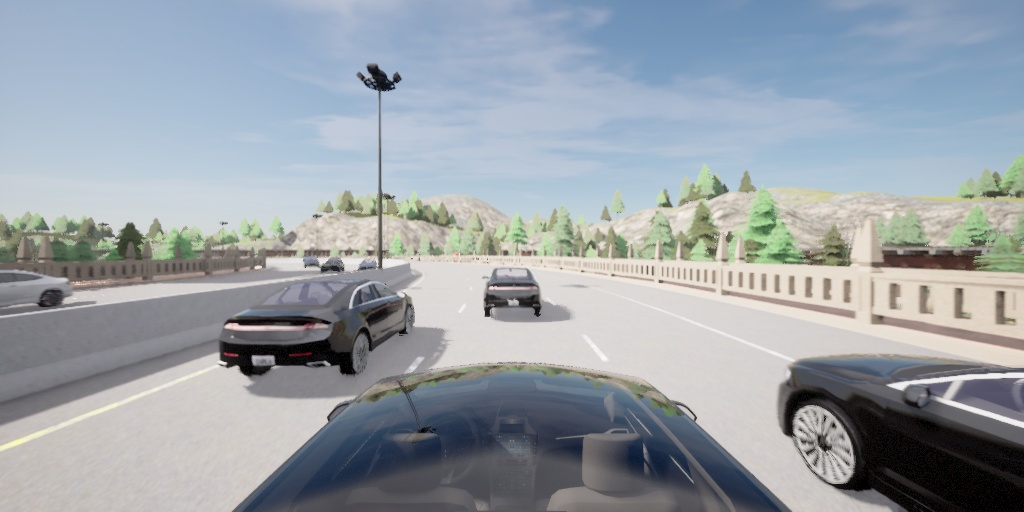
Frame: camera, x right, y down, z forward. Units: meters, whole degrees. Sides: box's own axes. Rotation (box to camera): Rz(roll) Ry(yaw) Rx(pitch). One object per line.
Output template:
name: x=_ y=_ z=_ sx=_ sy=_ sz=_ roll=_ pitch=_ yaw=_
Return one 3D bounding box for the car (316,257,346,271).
car: x=-18.685 y=1.102 z=37.485 sx=1.895 sy=1.301 sz=4.718 roll=0 pitch=0 yaw=-19

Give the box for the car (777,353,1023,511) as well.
car: x=3.600 y=1.242 z=1.643 sx=2.128 sy=1.511 sz=4.902 roll=0 pitch=1 yaw=0

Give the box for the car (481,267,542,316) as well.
car: x=-0.059 y=1.145 z=12.918 sx=2.128 sy=1.511 sz=4.902 roll=0 pitch=0 yaw=-2

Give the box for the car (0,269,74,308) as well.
car: x=-17.726 y=1.190 z=11.850 sx=1.812 sy=1.442 sz=4.674 roll=0 pitch=0 yaw=-2

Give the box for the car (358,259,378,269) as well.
car: x=-15.308 y=1.035 z=38.469 sx=2.033 sy=1.411 sz=5.357 roll=0 pitch=0 yaw=-18

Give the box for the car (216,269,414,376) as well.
car: x=-3.410 y=1.192 z=7.317 sx=2.128 sy=1.511 sz=4.902 roll=0 pitch=1 yaw=0

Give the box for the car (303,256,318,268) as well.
car: x=-28.694 y=1.028 z=51.524 sx=1.994 sy=1.385 sz=4.181 roll=0 pitch=0 yaw=-29
